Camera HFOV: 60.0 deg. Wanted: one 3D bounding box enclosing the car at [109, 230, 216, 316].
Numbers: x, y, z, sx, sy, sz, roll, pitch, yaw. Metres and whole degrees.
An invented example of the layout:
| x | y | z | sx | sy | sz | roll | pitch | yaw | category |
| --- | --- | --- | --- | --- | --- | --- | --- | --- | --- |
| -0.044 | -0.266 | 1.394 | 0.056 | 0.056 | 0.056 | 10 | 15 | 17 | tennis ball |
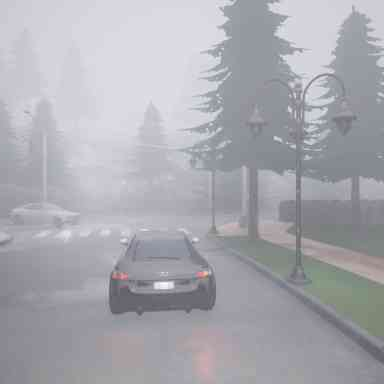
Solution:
| x | y | z | sx | sy | sz | roll | pitch | yaw | category |
| --- | --- | --- | --- | --- | --- | --- | --- | --- | --- |
| -0.724 | 1.564 | 7.670 | 1.994 | 1.385 | 4.181 | 0 | 0 | -7 | car |

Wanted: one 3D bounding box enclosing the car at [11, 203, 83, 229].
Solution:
| x | y | z | sx | sy | sz | roll | pitch | yaw | category |
| --- | --- | --- | --- | --- | --- | --- | --- | --- | --- |
| -9.173 | 1.414 | 20.977 | 4.674 | 1.442 | 1.812 | 1 | -1 | 17 | car |
